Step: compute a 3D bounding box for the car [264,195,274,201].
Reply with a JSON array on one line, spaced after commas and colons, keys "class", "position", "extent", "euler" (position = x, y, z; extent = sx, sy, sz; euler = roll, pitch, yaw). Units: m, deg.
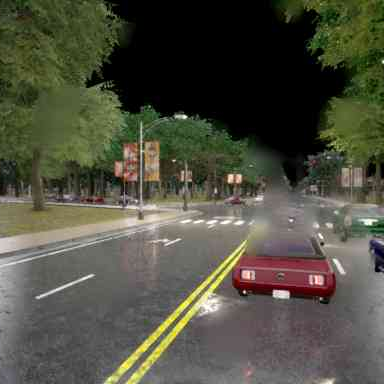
[{"class": "car", "position": [20.770, 1.557, 89.529], "extent": [2.033, 1.411, 5.357], "euler": [0, 0, 17]}]

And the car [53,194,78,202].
[{"class": "car", "position": [-25.837, 1.299, 67.692], "extent": [4.674, 1.442, 1.812], "euler": [0, 0, 40]}]

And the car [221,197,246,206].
[{"class": "car", "position": [6.765, 1.524, 54.205], "extent": [4.674, 1.442, 1.812], "euler": [1, 1, -36]}]

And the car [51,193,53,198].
[{"class": "car", "position": [-29.244, 1.269, 74.853], "extent": [4.674, 1.442, 1.812], "euler": [0, 0, 40]}]

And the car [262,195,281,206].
[{"class": "car", "position": [12.791, 1.606, 53.435], "extent": [1.895, 1.301, 4.718], "euler": [0, 0, 18]}]

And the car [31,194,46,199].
[{"class": "car", "position": [-39.046, 1.252, 83.185], "extent": [4.181, 1.385, 1.994], "euler": [0, 0, 40]}]

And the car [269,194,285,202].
[{"class": "car", "position": [17.199, 1.555, 67.239], "extent": [2.033, 1.411, 5.357], "euler": [0, 0, 17]}]

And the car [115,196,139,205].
[{"class": "car", "position": [-10.711, 1.361, 54.757], "extent": [4.902, 1.511, 2.128], "euler": [0, 0, 41]}]

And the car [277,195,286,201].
[{"class": "car", "position": [23.499, 1.555, 87.366], "extent": [2.033, 1.411, 5.357], "euler": [0, 0, 17]}]

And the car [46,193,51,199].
[{"class": "car", "position": [-36.623, 1.072, 85.391], "extent": [5.357, 1.411, 2.033], "euler": [0, 0, 40]}]

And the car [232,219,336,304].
[{"class": "car", "position": [2.300, 1.601, 8.259], "extent": [1.895, 1.301, 4.718], "euler": [0, 0, 17]}]

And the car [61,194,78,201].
[{"class": "car", "position": [-29.003, 1.280, 78.914], "extent": [4.181, 1.385, 1.994], "euler": [0, 0, 40]}]

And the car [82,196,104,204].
[{"class": "car", "position": [-18.118, 1.422, 61.065], "extent": [4.718, 1.301, 1.895], "euler": [0, 0, 41]}]

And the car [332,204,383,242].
[{"class": "car", "position": [8.145, 1.352, 16.229], "extent": [2.097, 1.767, 4.553], "euler": [0, 0, 17]}]

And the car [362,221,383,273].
[{"class": "car", "position": [5.505, 1.601, 7.636], "extent": [1.895, 1.301, 4.718], "euler": [0, 0, 17]}]

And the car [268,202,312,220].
[{"class": "car", "position": [5.014, 1.505, 17.112], "extent": [1.837, 1.490, 4.892], "euler": [0, 0, 17]}]

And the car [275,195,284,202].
[{"class": "car", "position": [20.209, 1.534, 76.852], "extent": [1.812, 1.442, 4.674], "euler": [0, 0, 17]}]

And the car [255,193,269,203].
[{"class": "car", "position": [14.037, 1.533, 68.017], "extent": [1.812, 1.442, 4.674], "euler": [0, 0, 17]}]
